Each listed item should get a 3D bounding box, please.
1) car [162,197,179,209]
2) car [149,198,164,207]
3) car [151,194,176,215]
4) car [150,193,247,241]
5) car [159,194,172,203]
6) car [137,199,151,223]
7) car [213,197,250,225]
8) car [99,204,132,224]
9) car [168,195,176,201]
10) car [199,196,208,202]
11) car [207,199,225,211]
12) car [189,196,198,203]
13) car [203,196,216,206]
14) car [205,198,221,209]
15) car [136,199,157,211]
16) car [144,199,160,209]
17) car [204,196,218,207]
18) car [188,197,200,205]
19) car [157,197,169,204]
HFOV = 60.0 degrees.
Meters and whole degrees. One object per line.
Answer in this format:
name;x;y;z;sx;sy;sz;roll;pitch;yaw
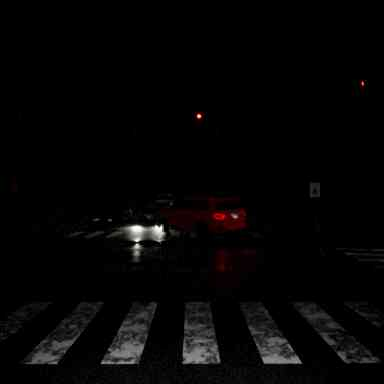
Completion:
car;-2.913;1.525;46.131;2.128;1.511;4.902;0;0;0
car;-5.561;1.623;52.501;1.802;1.307;4.206;0;0;0
car;-2.963;1.243;35.687;2.150;2.045;5.566;0;0;0
car;0.365;1.235;17.366;2.150;2.045;5.566;-3;2;-38
car;-5.497;1.374;68.873;2.192;1.841;5.009;0;0;0
car;-3.004;1.489;25.620;1.882;1.535;5.008;0;0;0
car;2.857;1.326;25.193;2.192;1.841;5.009;0;0;0
car;-5.668;1.576;25.217;1.947;1.339;4.313;0;0;0
car;-5.412;1.533;90.701;1.967;1.590;4.097;0;0;0
car;2.647;1.573;75.849;1.837;1.490;4.892;0;0;0
car;2.921;1.579;41.561;2.008;1.369;4.403;0;0;0
car;0.362;1.586;69.207;1.812;1.442;4.674;0;0;0
car;2.985;1.487;57.931;1.967;1.590;4.097;0;0;0
car;2.942;1.585;47.018;2.008;1.369;4.403;0;0;0
car;-5.604;1.579;41.587;2.008;1.369;4.403;0;0;0
car;-5.583;1.616;47.044;1.802;1.307;4.206;0;0;0
car;2.964;1.481;52.475;1.967;1.590;4.097;0;0;0
car;0.322;1.612;59.222;1.994;1.385;4.181;0;0;1
car;-5.519;1.635;63.416;1.802;1.307;4.206;0;0;0
